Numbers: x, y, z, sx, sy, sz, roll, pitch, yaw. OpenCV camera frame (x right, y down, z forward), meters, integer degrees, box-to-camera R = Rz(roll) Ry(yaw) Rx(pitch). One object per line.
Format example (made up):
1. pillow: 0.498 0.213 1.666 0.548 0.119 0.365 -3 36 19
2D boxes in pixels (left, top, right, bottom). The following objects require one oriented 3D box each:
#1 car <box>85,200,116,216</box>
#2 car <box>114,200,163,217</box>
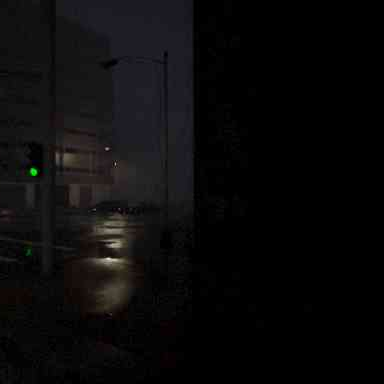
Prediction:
1. car: -8.561 1.592 33.919 1.837 1.490 4.892 0 0 35
2. car: -5.047 1.677 32.833 1.895 1.301 4.718 0 0 35
